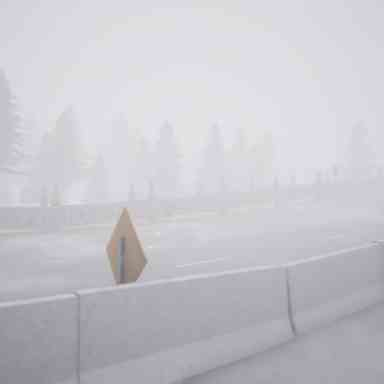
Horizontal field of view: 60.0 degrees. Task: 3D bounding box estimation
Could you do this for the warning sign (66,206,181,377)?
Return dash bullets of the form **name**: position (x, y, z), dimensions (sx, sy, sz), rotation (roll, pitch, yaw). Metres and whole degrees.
- **warning sign**: position (-0.957, 1.131, 4.515), dimensions (1.060, 1.860, 1.300), rotation (3, -4, -35)
